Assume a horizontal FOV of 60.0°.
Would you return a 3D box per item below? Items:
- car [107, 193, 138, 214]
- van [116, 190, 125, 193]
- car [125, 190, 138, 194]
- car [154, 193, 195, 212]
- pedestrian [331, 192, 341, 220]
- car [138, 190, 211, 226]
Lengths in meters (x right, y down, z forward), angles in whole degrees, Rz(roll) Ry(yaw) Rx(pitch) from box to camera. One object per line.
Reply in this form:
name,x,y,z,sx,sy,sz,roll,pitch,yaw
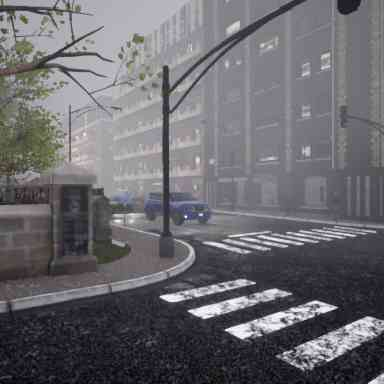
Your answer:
car,-6.759,1.098,29.384,1.994,1.385,4.181,0,1,-36
van,-8.299,0.655,41.312,1.690,1.788,3.998,1,1,-36
car,-5.036,0.727,36.855,2.192,1.841,5.009,1,1,-36
car,-1.776,0.950,32.401,1.967,1.590,4.097,1,1,-36
pedestrian,9.495,0.901,21.964,0.375,1.860,0.375,1,-1,-36
car,-1.102,0.926,21.654,2.150,2.045,5.566,0,1,-36
